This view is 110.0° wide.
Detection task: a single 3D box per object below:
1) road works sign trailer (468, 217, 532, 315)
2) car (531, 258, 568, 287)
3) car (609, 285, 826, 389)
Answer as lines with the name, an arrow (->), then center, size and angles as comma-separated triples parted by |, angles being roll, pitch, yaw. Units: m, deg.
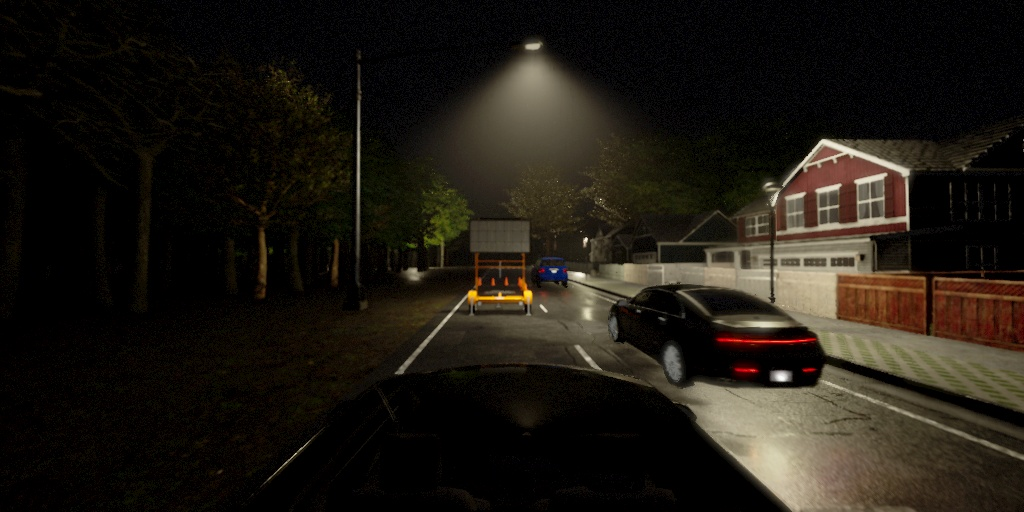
road works sign trailer -> -0.467, 0.307, 13.989 | 2.380, 3.560, 2.880 | 0, 0, -2
car -> 2.706, 1.167, 26.531 | 2.150, 2.045, 5.566 | 0, 0, -2
car -> 3.367, 1.304, 7.017 | 1.837, 1.490, 4.892 | 0, 0, -2
